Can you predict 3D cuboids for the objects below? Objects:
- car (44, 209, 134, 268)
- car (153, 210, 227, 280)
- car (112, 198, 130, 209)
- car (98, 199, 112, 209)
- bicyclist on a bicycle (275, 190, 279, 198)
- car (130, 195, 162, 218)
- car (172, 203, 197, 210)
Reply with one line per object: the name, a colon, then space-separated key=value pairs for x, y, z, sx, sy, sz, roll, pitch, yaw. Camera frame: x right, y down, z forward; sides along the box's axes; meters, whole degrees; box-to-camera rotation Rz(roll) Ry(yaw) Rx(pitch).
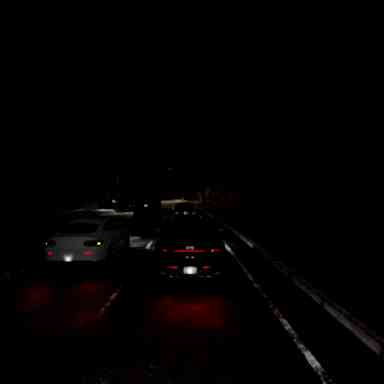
car: x=-3.329 y=1.530 z=11.182 sx=1.812 sy=1.442 sz=4.674 roll=0 pitch=0 yaw=-1
car: x=-0.064 y=1.510 z=9.937 sx=1.837 sy=1.490 sz=4.892 roll=0 pitch=0 yaw=-1
car: x=-7.986 y=1.546 z=39.996 sx=1.882 sy=1.535 sz=5.008 roll=0 pitch=0 yaw=-4
car: x=-11.656 y=1.639 z=46.162 sx=2.033 sy=1.411 sz=5.357 roll=0 pitch=0 yaw=-4
bicyclist on a bicycle: x=15.302 y=0.370 z=60.275 sx=0.582 sy=1.620 sz=1.656 roll=-2 pitch=0 yaw=-6
car: x=-3.986 y=1.258 z=30.375 sx=2.150 sy=2.045 sz=5.566 roll=0 pitch=0 yaw=-3
car: x=-0.577 y=1.576 z=26.607 sx=2.033 sy=1.411 sz=5.357 roll=0 pitch=0 yaw=-2
